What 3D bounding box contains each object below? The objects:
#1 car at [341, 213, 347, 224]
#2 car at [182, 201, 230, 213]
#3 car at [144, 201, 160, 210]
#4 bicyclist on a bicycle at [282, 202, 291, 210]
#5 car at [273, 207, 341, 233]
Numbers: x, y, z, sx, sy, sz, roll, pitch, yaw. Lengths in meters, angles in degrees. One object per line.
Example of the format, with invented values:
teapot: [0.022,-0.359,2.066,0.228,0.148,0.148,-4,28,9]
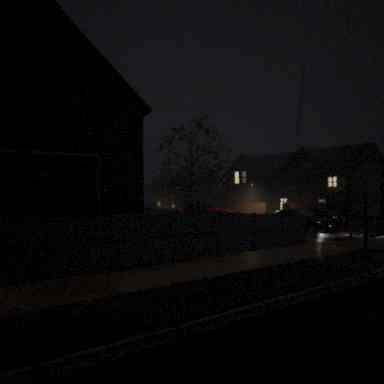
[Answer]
car: [9.203,1.887,25.001,1.812,1.442,4.674,-1,-1,-36]
car: [1.220,1.845,31.055,2.150,2.045,5.566,-1,-1,-36]
car: [-5.995,2.138,41.115,2.150,2.045,5.566,-1,-1,-35]
bicyclist on a bicycle: [8.729,1.743,30.627,1.656,1.620,0.582,-1,0,-36]
car: [7.253,1.904,22.656,1.812,1.442,4.674,-1,-1,-36]
